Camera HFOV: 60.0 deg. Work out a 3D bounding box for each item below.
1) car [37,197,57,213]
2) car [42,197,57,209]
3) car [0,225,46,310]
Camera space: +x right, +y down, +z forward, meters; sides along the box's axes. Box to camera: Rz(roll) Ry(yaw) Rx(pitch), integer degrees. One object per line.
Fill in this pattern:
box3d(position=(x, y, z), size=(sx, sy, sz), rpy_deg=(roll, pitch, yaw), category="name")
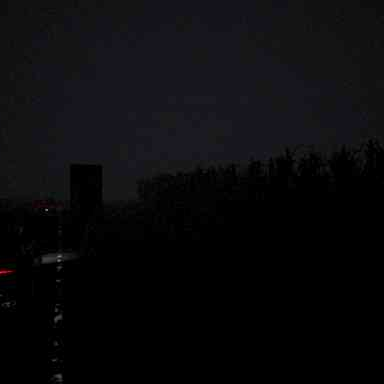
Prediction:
box3d(position=(-15.714, 1.551, 36.196), size=(1.895, 1.301, 4.718), rpy_deg=(0, 0, -21), category="car")
box3d(position=(-19.471, 1.454, 45.609), size=(1.812, 1.442, 4.674), rpy_deg=(0, 0, -21), category="car")
box3d(position=(-4.447, 1.498, 7.414), size=(1.837, 1.490, 4.892), rpy_deg=(0, 0, -21), category="car")
